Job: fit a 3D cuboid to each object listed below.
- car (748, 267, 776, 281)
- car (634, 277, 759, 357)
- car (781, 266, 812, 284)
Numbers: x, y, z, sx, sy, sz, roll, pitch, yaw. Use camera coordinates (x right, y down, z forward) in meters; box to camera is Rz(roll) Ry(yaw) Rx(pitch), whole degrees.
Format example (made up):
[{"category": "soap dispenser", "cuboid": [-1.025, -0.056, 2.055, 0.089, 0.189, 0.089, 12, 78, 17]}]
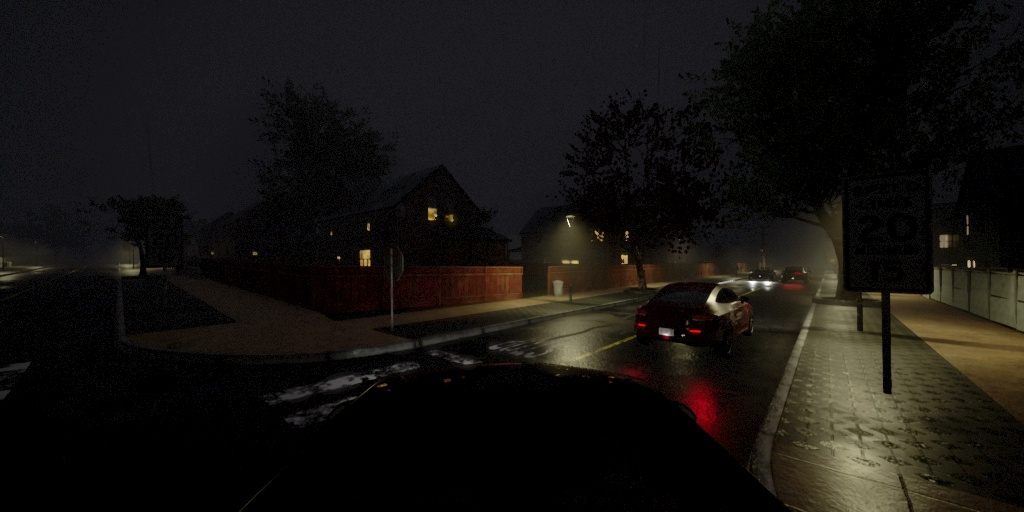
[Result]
[{"category": "car", "cuboid": [25.876, 1.853, 37.007, 1.994, 1.385, 4.181, -1, -1, 42]}, {"category": "car", "cuboid": [4.587, 1.366, 8.836, 1.812, 1.442, 4.674, -1, -1, 42]}, {"category": "car", "cuboid": [26.164, 1.729, 33.093, 1.837, 1.490, 4.892, -1, -1, 42]}]
